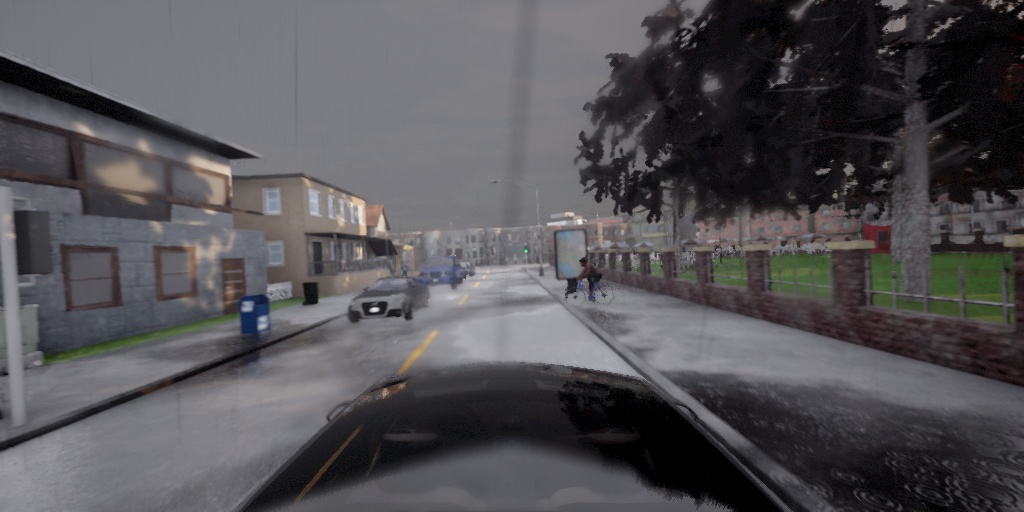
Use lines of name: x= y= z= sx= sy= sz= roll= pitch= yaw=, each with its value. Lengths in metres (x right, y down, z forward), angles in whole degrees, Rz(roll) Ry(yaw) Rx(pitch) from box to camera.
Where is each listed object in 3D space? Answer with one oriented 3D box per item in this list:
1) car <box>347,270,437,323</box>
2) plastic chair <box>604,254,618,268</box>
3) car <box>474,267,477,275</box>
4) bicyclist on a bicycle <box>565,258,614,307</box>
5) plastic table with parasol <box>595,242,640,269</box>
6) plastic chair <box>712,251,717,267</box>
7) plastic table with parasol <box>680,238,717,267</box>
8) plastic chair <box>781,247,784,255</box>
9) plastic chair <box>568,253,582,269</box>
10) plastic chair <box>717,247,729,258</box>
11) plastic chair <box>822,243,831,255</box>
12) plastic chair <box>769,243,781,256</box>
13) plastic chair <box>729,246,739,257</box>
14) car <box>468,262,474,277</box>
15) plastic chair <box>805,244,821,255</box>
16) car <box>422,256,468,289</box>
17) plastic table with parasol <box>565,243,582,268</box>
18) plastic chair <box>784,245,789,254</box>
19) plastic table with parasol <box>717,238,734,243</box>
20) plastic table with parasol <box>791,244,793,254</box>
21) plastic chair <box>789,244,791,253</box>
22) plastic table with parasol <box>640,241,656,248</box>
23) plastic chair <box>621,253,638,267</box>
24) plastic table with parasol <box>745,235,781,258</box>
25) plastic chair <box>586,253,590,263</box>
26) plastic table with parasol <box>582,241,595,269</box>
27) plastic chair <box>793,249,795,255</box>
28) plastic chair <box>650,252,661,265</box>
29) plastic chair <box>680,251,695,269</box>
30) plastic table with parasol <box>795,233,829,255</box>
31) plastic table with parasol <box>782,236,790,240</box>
car: x=-4.289 y=1.461 z=13.066 sx=1.994 sy=1.385 sz=4.181 roll=-3 pitch=0 yaw=-1
plastic chair: x=8.459 y=0.666 z=31.139 sx=0.730 sy=1.272 sz=0.750 roll=0 pitch=0 yaw=-36
car: x=-4.701 y=1.291 z=35.435 sx=1.812 sy=1.442 sz=4.674 roll=-3 pitch=1 yaw=-1
bicyclist on a bicycle: x=2.577 y=0.890 z=12.024 sx=1.656 sy=1.620 sz=0.582 roll=-3 pitch=0 yaw=-1
plastic table with parasol: x=9.411 y=-0.023 z=32.058 sx=2.482 sy=2.480 sz=2.482 roll=0 pitch=0 yaw=-41
plastic chair: x=15.531 y=0.291 z=28.444 sx=0.750 sy=1.272 sz=0.730 roll=0 pitch=0 yaw=-41
plastic table with parasol: x=14.779 y=-0.278 z=29.427 sx=2.482 sy=2.480 sz=2.482 roll=0 pitch=0 yaw=-41
plastic chair: x=32.224 y=-0.654 z=43.621 sx=0.750 sy=1.272 sz=0.730 roll=0 pitch=0 yaw=-41
plastic chair: x=7.893 y=0.625 z=44.801 sx=0.730 sy=1.272 sz=0.750 roll=0 pitch=0 yaw=-36
plastic chair: x=26.399 y=-0.427 z=45.172 sx=0.730 sy=1.272 sz=0.750 roll=0 pitch=0 yaw=-33
plastic chair: x=33.569 y=-0.683 z=37.877 sx=0.750 sy=1.272 sz=0.730 roll=0 pitch=0 yaw=-41
plastic chair: x=28.810 y=-0.514 z=39.389 sx=0.730 sy=1.272 sz=0.750 roll=0 pitch=0 yaw=45
plastic chair: x=28.161 y=-0.577 z=45.107 sx=0.750 sy=1.272 sz=0.730 roll=0 pitch=0 yaw=-41
car: x=-4.545 y=1.106 z=29.884 sx=1.882 sy=1.535 sz=5.008 roll=-3 pitch=0 yaw=-1
plastic chair: x=31.864 y=-0.593 z=37.940 sx=0.730 sy=1.272 sz=0.750 roll=0 pitch=0 yaw=-36
car: x=-4.526 y=1.057 z=23.695 sx=2.150 sy=2.045 sz=5.566 roll=-3 pitch=0 yaw=-1
plastic table with parasol: x=8.846 y=-0.036 z=45.722 sx=2.482 sy=2.480 sz=2.482 roll=0 pitch=0 yaw=-41
plastic chair: x=35.005 y=-0.814 z=45.843 sx=0.750 sy=1.272 sz=0.730 roll=0 pitch=0 yaw=-1
plastic table with parasol: x=27.389 y=-1.122 z=46.137 sx=2.482 sy=2.480 sz=2.482 roll=0 pitch=0 yaw=-39
plastic table with parasol: x=35.375 y=-1.416 z=42.743 sx=2.482 sy=2.480 sz=2.482 roll=0 pitch=0 yaw=-41
plastic chair: x=34.611 y=-0.778 z=43.758 sx=0.750 sy=1.272 sz=0.730 roll=0 pitch=0 yaw=-41
plastic table with parasol: x=13.989 y=-0.314 z=37.626 sx=2.482 sy=2.480 sz=2.482 roll=0 pitch=0 yaw=-43
plastic chair: x=10.164 y=0.571 z=31.077 sx=0.750 sy=1.272 sz=0.730 roll=0 pitch=0 yaw=-41
plastic table with parasol: x=27.973 y=-1.068 z=40.217 sx=2.482 sy=2.480 sz=2.482 roll=0 pitch=0 yaw=-39
plastic chair: x=8.996 y=0.572 z=39.592 sx=0.730 sy=1.272 sz=0.750 roll=0 pitch=0 yaw=-36
plastic table with parasol: x=9.949 y=-0.089 z=40.512 sx=2.482 sy=2.480 sz=2.482 roll=0 pitch=0 yaw=-41
plastic chair: x=32.053 y=-0.616 z=39.876 sx=0.750 sy=1.272 sz=0.730 roll=0 pitch=0 yaw=-41
plastic chair: x=14.764 y=0.273 z=36.660 sx=0.750 sy=1.272 sz=0.730 roll=0 pitch=0 yaw=-41
plastic chair: x=13.826 y=0.391 z=28.506 sx=0.730 sy=1.272 sz=0.750 roll=0 pitch=0 yaw=-36
plastic table with parasol: x=32.817 y=-1.254 z=38.861 sx=2.482 sy=2.480 sz=2.482 roll=0 pitch=0 yaw=-41
plastic table with parasol: x=35.063 y=-1.429 z=47.086 sx=2.482 sy=2.480 sz=2.482 roll=0 pitch=0 yaw=-1
